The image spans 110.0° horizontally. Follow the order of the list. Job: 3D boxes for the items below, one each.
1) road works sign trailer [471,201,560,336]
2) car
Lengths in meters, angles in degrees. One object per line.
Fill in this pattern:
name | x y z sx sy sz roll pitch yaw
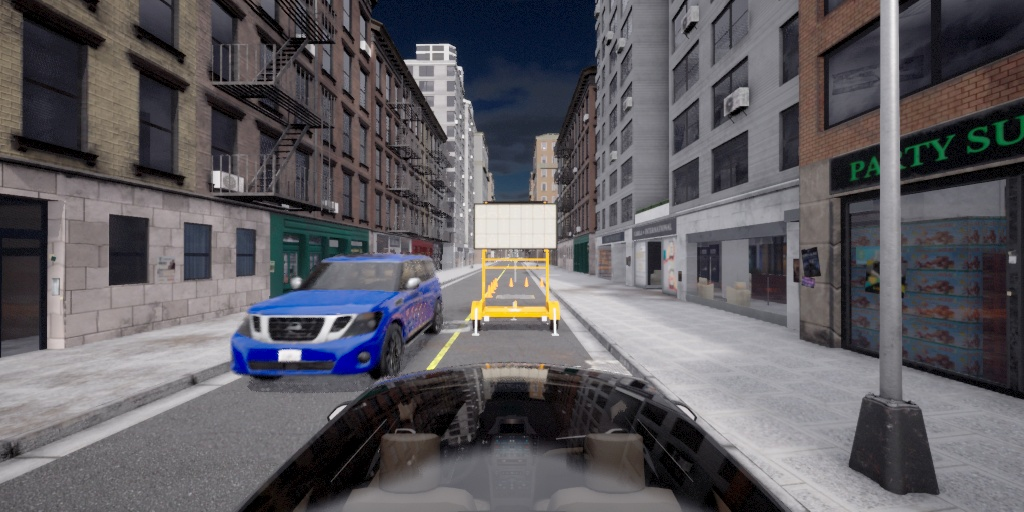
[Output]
road works sign trailer | 0.102 0.214 10.421 2.380 3.560 2.880 0 0 1
car | -2.933 0.971 7.534 2.150 2.045 5.566 0 0 1
